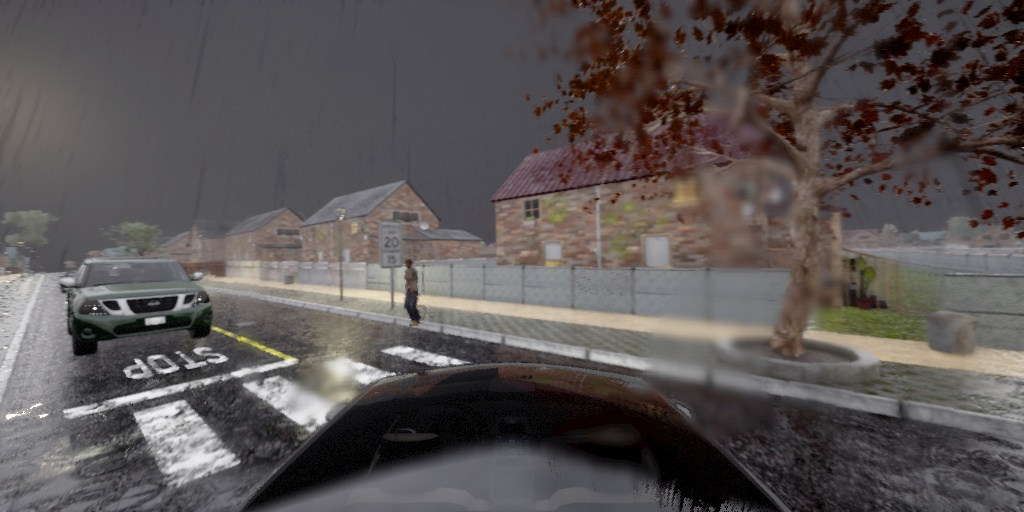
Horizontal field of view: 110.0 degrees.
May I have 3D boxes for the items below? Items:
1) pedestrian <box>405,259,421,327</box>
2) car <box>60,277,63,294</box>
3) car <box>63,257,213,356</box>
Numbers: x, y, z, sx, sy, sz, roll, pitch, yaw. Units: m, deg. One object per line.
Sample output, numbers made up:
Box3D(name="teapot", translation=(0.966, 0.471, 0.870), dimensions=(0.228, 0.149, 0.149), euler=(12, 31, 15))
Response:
Box3D(name="pedestrian", translation=(-2.673, 0.945, 9.550), dimensions=(0.375, 1.860, 0.375), euler=(-2, -1, 38))
Box3D(name="car", translation=(-27.505, 1.615, 23.059), dimensions=(4.718, 1.301, 1.895), euler=(-1, 1, 38))
Box3D(name="car", translation=(-9.738, 1.040, 9.274), dimensions=(5.566, 2.045, 2.150), euler=(-1, 1, 38))
